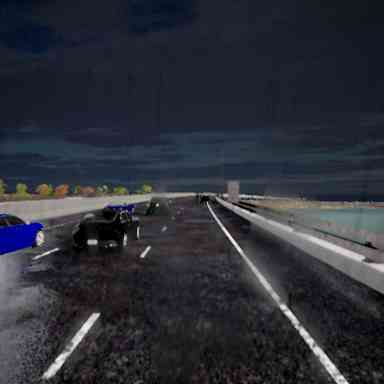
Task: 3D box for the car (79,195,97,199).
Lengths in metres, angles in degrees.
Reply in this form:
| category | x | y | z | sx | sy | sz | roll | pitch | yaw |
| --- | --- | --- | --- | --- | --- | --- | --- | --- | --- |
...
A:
| category | x | y | z | sx | sy | sz | roll | pitch | yaw |
| --- | --- | --- | --- | --- | --- | --- | --- | --- | --- |
| car | -19.755 | 1.311 | 64.731 | 1.812 | 1.442 | 4.674 | 0 | 0 | 2 |

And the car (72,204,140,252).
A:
| category | x | y | z | sx | sy | sz | roll | pitch | yaw |
| --- | --- | --- | --- | --- | --- | --- | --- | --- | --- |
| car | -3.332 | 1.448 | 13.622 | 1.837 | 1.490 | 4.892 | 0 | 0 | 0 |

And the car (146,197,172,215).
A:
| category | x | y | z | sx | sy | sz | roll | pitch | yaw |
| --- | --- | --- | --- | --- | --- | --- | --- | --- | --- |
| car | -3.071 | 1.229 | 32.089 | 2.097 | 1.767 | 4.553 | 0 | 0 | 1 |

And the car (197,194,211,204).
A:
| category | x | y | z | sx | sy | sz | roll | pitch | yaw |
| --- | --- | --- | --- | --- | --- | --- | --- | --- | --- |
| car | 2.269 | 1.301 | 58.779 | 1.837 | 1.490 | 4.892 | 0 | 0 | 2 |

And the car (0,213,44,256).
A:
| category | x | y | z | sx | sy | sz | roll | pitch | yaw |
| --- | --- | --- | --- | --- | --- | --- | --- | --- | --- |
| car | -6.852 | 1.430 | 11.333 | 1.882 | 1.535 | 5.008 | 0 | 0 | 0 |

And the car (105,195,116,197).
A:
| category | x | y | z | sx | sy | sz | roll | pitch | yaw |
| --- | --- | --- | --- | --- | --- | --- | --- | --- | --- |
| car | -16.179 | 1.260 | 66.577 | 1.882 | 1.535 | 5.008 | 0 | 0 | 2 |

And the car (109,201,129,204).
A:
| category | x | y | z | sx | sy | sz | roll | pitch | yaw |
| --- | --- | --- | --- | --- | --- | --- | --- | --- | --- |
| car | -6.602 | 1.483 | 30.620 | 1.895 | 1.301 | 4.718 | 0 | 0 | 1 |

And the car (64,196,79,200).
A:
| category | x | y | z | sx | sy | sz | roll | pitch | yaw |
| --- | --- | --- | --- | --- | --- | --- | --- | --- | --- |
| car | -23.251 | 1.383 | 64.840 | 1.895 | 1.301 | 4.718 | 0 | 0 | 2 |
